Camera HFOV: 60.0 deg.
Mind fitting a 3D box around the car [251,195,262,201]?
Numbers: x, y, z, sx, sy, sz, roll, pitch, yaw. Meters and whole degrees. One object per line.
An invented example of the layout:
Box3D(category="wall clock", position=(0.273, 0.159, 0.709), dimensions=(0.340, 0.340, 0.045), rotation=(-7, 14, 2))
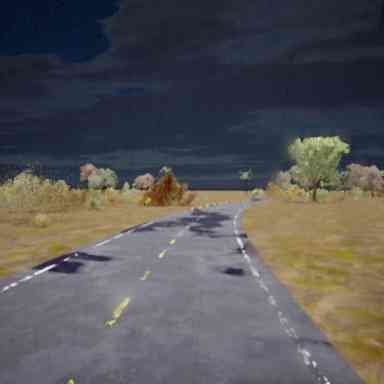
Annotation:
Box3D(category="car", position=(15.672, 1.482, 81.190), dimensions=(1.994, 1.385, 4.181), rotation=(0, 0, 24))

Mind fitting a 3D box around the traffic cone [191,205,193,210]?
Box3D(category="traffic cone", position=(0.051, 1.935, 40.476), dimensions=(0.340, 0.580, 0.340), rotation=(0, 0, 12))
